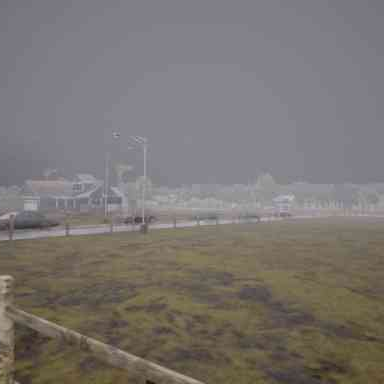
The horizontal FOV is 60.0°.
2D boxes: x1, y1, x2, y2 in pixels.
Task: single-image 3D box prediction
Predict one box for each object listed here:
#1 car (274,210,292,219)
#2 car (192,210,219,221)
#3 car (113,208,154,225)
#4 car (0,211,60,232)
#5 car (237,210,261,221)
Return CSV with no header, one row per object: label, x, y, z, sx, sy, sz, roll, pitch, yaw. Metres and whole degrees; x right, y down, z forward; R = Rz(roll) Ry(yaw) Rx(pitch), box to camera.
car,16.299,3.914,59.190,1.882,1.535,5.008,0,-3,35
car,1.755,3.107,43.717,1.994,1.385,4.181,0,-3,35
car,-5.853,2.353,32.997,2.097,1.767,4.553,0,-2,35
car,-12.249,2.105,23.891,2.033,1.411,5.357,0,-2,34
car,8.256,3.328,47.828,2.128,1.511,4.902,0,-3,35
